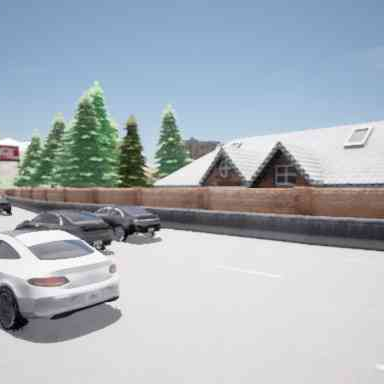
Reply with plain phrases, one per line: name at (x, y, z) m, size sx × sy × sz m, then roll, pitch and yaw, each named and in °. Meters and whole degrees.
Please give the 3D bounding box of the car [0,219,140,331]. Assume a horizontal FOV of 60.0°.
car at (-3.389, 1.477, 6.766) m, size 4.674 × 1.442 × 1.812 m, roll 1°, pitch 0°, yaw 38°

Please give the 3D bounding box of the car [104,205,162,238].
car at (-3.607, 1.404, 16.059) m, size 4.902 × 1.511 × 2.128 m, roll 1°, pitch 0°, yaw 41°

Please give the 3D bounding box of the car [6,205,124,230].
car at (-4.975, 1.423, 12.623) m, size 4.892 × 1.490 × 1.837 m, roll 1°, pitch 0°, yaw 40°

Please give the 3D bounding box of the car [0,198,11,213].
car at (-17.968, 1.268, 30.478) m, size 1.837 × 1.490 × 4.892 m, roll 0°, pitch 1°, yaw -41°
